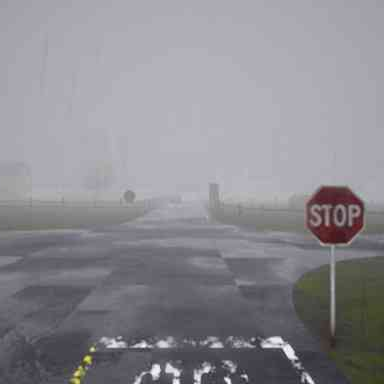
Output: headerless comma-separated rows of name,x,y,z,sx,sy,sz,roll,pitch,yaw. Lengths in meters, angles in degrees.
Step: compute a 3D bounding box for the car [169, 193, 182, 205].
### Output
car,-2.875,1.175,58.647,2.150,2.045,5.566,0,0,0
